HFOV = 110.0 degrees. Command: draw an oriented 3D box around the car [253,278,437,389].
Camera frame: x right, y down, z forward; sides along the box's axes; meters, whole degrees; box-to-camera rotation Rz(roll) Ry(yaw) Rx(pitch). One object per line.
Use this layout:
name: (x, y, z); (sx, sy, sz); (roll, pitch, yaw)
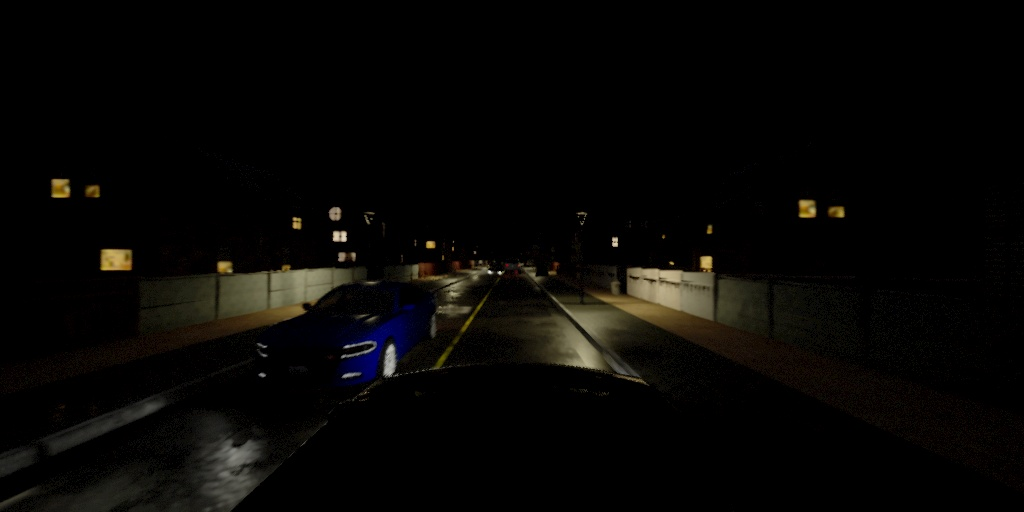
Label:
car: (-2.840, 1.267, 7.271); (1.882, 1.535, 5.008); (0, 0, 0)

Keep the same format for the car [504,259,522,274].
car: (0.104, 1.371, 48.757); (2.150, 2.045, 5.566); (0, -1, 0)

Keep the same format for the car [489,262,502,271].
car: (-2.688, 1.697, 58.924); (1.882, 1.535, 5.008); (0, 0, 1)

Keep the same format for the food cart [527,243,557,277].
food cart: (3.071, 0.532, 37.840); (2.280, 3.560, 4.660); (0, 0, 0)
